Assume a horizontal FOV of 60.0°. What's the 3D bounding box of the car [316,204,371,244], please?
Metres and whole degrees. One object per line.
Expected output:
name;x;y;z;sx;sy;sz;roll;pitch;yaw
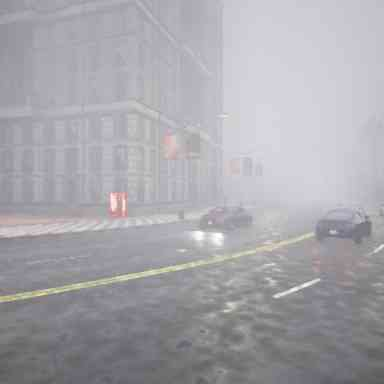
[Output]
car;7.326;1.525;15.944;1.812;1.442;4.674;0;0;36

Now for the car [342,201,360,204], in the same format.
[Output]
car;14.228;1.518;29.732;1.812;1.442;4.674;0;0;20

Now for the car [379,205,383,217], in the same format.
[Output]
car;17.517;1.521;28.535;1.812;1.442;4.674;0;0;20

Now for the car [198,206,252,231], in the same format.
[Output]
car;2.147;1.585;20.750;1.994;1.385;4.181;0;0;34
